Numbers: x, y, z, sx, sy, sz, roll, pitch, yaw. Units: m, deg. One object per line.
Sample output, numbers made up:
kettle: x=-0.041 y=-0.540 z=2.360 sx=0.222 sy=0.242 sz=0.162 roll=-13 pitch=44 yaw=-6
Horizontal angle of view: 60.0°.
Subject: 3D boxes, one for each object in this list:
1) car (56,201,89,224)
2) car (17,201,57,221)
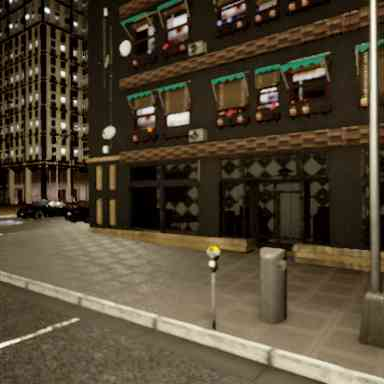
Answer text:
car: x=-6.346 y=1.327 z=22.130 sx=1.947 sy=1.339 sz=4.313 roll=1 pitch=1 yaw=35
car: x=-11.069 y=1.366 z=25.498 sx=1.994 sy=1.385 sz=4.181 roll=0 pitch=1 yaw=35
